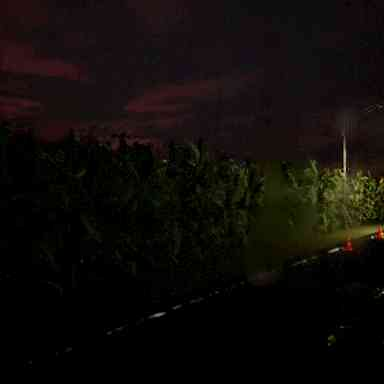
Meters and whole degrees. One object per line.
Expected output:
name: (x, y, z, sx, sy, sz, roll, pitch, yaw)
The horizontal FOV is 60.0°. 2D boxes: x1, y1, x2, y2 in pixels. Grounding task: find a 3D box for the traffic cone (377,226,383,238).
traffic cone: (9.675, 2.039, 17.127, 0.340, 0.580, 0.340, 0, 0, 43)
